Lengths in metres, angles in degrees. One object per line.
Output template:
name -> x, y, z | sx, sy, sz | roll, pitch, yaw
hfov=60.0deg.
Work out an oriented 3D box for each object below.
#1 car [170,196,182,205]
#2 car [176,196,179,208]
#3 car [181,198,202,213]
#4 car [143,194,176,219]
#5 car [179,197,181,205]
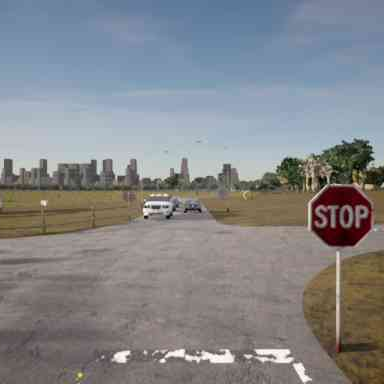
car -> -2.771, 1.526, 58.982 | 1.812, 1.442, 4.674 | 0, 0, 0
car -> -2.848, 1.499, 38.849 | 1.812, 1.442, 4.674 | 0, 0, 0
car -> 0.095, 1.520, 37.385 | 2.033, 1.411, 5.357 | 0, 0, 0
car -> -2.850, 1.197, 29.049 | 2.150, 2.045, 5.566 | 0, 0, 0
car -> -2.837, 1.528, 48.679 | 2.033, 1.411, 5.357 | 0, 0, 0
